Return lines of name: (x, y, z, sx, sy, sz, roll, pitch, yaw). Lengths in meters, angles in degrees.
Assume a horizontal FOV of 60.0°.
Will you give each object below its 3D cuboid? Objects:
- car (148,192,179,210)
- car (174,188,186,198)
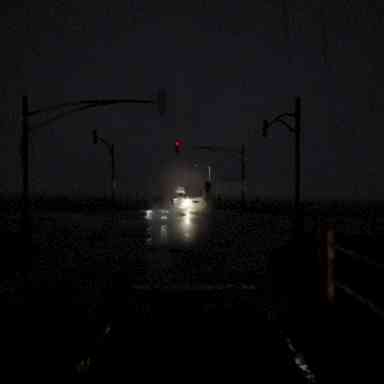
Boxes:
car: (-3.085, 1.062, 34.352, 1.837, 1.490, 4.892, 1, 2, 10)
car: (-2.422, 0.207, 69.298, 2.150, 2.045, 5.566, 0, 1, 0)
